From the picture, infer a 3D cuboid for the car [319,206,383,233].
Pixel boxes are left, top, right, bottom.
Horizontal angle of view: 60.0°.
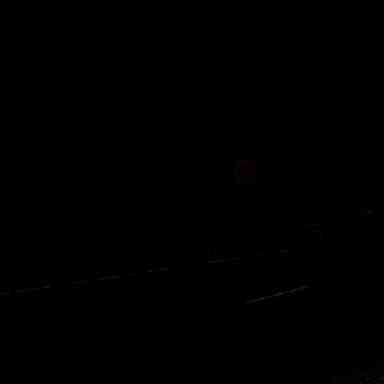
[{"bbox_3d":[10.176,1.631,20.603,1.812,1.442,4.674,0,0,-32],"label":"car"}]
